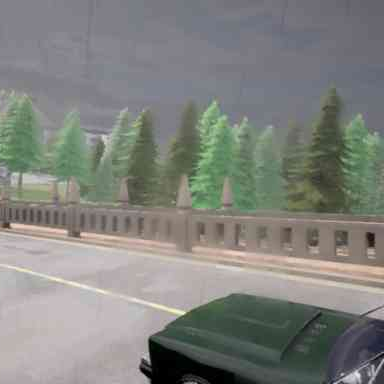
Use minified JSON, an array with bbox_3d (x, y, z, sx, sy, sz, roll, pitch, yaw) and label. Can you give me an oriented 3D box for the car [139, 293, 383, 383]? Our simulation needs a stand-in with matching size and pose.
[{"bbox_3d":[1.820,1.601,2.695,4.718,1.301,1.895,0,0,35],"label":"car"}]
